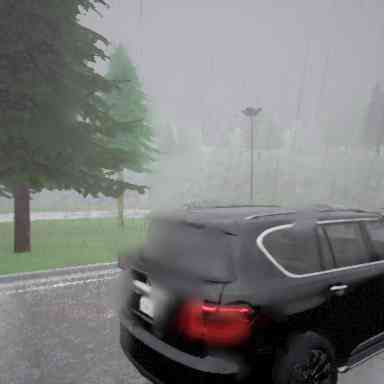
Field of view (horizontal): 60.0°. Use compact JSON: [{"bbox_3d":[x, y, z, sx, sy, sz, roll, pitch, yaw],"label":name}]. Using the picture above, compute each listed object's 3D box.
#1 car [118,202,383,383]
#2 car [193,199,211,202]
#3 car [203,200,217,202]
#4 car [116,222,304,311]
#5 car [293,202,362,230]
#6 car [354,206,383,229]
[{"bbox_3d":[1.727,1.225,4.842,5.566,2.045,2.150,0,0,-36],"label":"car"},{"bbox_3d":[0.950,1.508,35.745,4.902,1.511,2.128,0,0,22],"label":"car"},{"bbox_3d":[3.463,1.565,25.869,2.033,1.411,5.357,0,0,-36],"label":"car"},{"bbox_3d":[0.659,1.606,8.480,4.718,1.301,1.895,0,0,-38],"label":"car"},{"bbox_3d":[8.757,1.528,22.073,1.837,1.490,4.892,2,0,-12],"label":"car"},{"bbox_3d":[12.552,1.628,21.047,1.895,1.301,4.718,0,0,-7],"label":"car"}]
